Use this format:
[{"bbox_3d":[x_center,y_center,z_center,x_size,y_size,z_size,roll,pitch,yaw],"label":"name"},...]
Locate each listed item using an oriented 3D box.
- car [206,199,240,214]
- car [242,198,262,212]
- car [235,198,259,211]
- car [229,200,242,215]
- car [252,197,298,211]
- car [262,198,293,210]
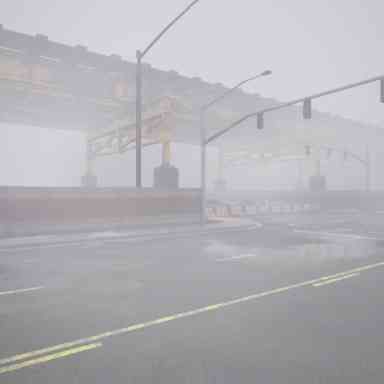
[{"bbox_3d":[2.288,1.295,33.715,4.536,1.218,1.853,0,0,8],"label":"car"},{"bbox_3d":[6.084,1.453,36.393,2.038,1.542,4.974,0,0,18],"label":"car"},{"bbox_3d":[6.100,1.295,36.442,1.853,1.218,4.536,0,0,18],"label":"car"},{"bbox_3d":[2.339,1.453,33.708,4.974,1.542,2.038,0,0,8],"label":"car"},{"bbox_3d":[9.995,1.453,40.152,4.974,1.542,2.038,0,0,-7],"label":"car"},{"bbox_3d":[9.944,1.295,40.145,4.536,1.218,1.853,0,0,-7],"label":"car"}]
